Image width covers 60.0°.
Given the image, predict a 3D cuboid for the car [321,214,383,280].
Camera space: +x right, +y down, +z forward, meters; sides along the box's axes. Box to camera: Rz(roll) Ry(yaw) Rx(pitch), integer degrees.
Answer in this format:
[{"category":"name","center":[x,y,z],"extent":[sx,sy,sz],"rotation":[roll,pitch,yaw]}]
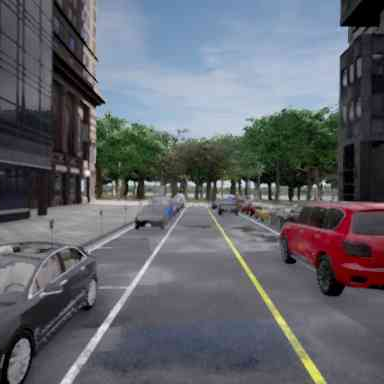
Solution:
[{"category":"car","center":[5.891,1.578,10.549],"extent":[1.752,1.417,4.829],"rotation":[0,0,1]}]

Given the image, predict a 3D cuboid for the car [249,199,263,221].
[{"category":"car","center":[6.125,1.583,26.860],"extent":[1.752,1.417,4.829],"rotation":[0,0,1]}]

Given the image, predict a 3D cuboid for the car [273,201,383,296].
[{"category":"car","center":[3.971,1.258,8.827],"extent":[2.150,2.045,5.566],"rotation":[1,0,1]}]

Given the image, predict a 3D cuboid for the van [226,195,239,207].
[{"category":"van","center":[6.515,1.415,53.876],"extent":[1.690,1.788,3.998],"rotation":[0,0,1]}]

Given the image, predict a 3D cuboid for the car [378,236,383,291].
[{"category":"car","center":[3.918,1.514,2.799],"extent":[1.882,1.535,5.008],"rotation":[1,0,1]}]

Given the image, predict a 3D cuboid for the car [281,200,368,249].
[{"category":"car","center":[5.968,1.369,15.817],"extent":[2.192,1.841,5.009],"rotation":[0,0,1]}]

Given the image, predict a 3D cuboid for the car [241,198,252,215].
[{"category":"car","center":[6.201,1.605,32.128],"extent":[1.887,1.381,4.507],"rotation":[0,0,1]}]

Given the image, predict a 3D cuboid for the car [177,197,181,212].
[{"category":"car","center":[-2.325,1.509,32.081],"extent":[1.752,1.417,4.829],"rotation":[0,0,1]}]

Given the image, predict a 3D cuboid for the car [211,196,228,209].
[{"category":"car","center":[3.635,1.608,45.004],"extent":[1.994,1.385,4.181],"rotation":[1,0,1]}]

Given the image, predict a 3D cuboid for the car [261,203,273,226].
[{"category":"car","center":[6.045,1.607,21.253],"extent":[2.008,1.369,4.403],"rotation":[0,0,1]}]

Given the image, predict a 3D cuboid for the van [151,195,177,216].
[{"category":"van","center":[-2.400,1.323,26.813],"extent":[1.690,1.788,3.998],"rotation":[0,0,1]}]

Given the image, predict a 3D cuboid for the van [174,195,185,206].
[{"category":"van","center":[-2.009,1.339,53.999],"extent":[1.690,1.788,3.998],"rotation":[0,0,1]}]

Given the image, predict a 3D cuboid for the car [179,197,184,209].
[{"category":"car","center":[-2.245,1.553,37.687],"extent":[1.947,1.339,4.313],"rotation":[0,0,1]}]

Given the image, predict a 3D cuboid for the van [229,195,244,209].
[{"category":"van","center":[6.437,1.411,48.439],"extent":[1.690,1.788,3.998],"rotation":[0,0,1]}]

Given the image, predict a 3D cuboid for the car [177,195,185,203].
[{"category":"car","center":[-2.169,1.516,42.955],"extent":[1.752,1.417,4.829],"rotation":[0,0,1]}]

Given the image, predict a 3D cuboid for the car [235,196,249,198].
[{"category":"car","center":[6.280,1.503,37.564],"extent":[1.967,1.590,4.097],"rotation":[0,0,1]}]

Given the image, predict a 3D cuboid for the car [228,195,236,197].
[{"category":"car","center":[6.359,1.382,43.002],"extent":[2.192,1.841,5.009],"rotation":[0,0,1]}]

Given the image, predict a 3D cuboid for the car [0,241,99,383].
[{"category":"car","center":[-2.714,1.527,5.065],"extent":[2.008,1.369,4.403],"rotation":[0,0,1]}]

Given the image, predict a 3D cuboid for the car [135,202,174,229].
[{"category":"car","center":[-2.479,1.546,21.376],"extent":[1.947,1.339,4.313],"rotation":[0,0,1]}]

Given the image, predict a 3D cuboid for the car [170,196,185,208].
[{"category":"car","center":[-2.088,1.434,48.561],"extent":[1.967,1.590,4.097],"rotation":[0,0,1]}]

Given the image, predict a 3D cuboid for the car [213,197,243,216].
[{"category":"car","center":[3.498,1.527,33.199],"extent":[2.128,1.511,4.902],"rotation":[1,0,1]}]
